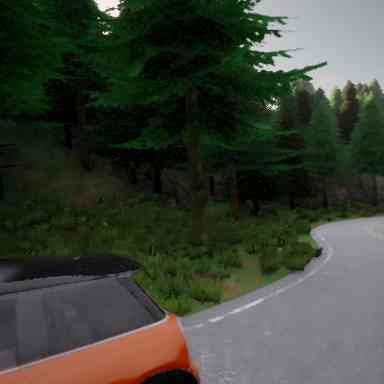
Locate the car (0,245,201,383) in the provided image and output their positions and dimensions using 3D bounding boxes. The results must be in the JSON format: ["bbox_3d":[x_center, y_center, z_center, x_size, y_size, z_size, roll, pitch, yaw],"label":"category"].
[{"bbox_3d":[-2.149,1.392,2.371,4.553,1.767,2.097,1,-1,-39],"label":"car"}]
